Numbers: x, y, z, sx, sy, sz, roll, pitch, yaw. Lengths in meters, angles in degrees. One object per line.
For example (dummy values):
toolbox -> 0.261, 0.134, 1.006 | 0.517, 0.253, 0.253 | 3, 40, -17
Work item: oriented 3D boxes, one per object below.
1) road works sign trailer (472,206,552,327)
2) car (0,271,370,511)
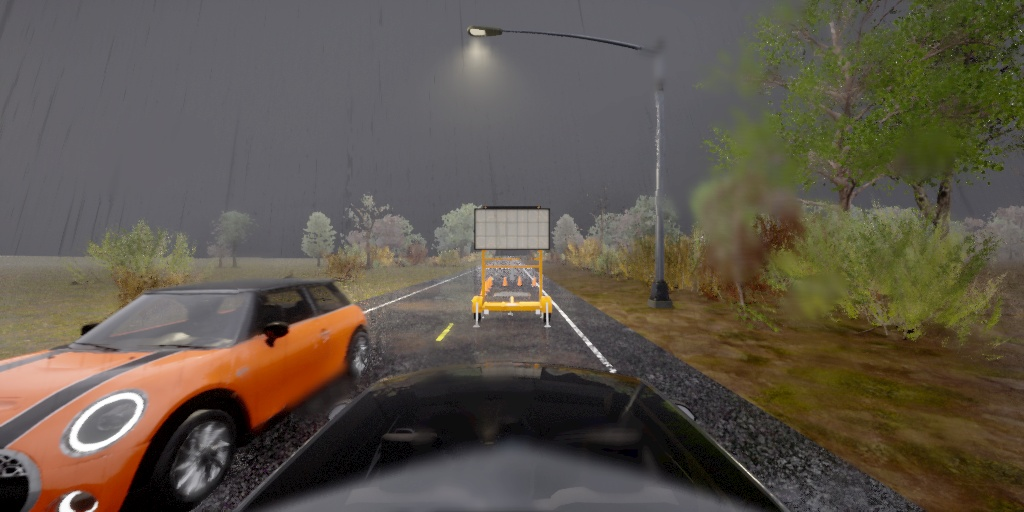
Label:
road works sign trailer -> 0.006, 0.214, 11.511 | 2.380, 3.560, 2.880 | 0, 0, 0
car -> -3.499, 1.102, 4.276 | 2.097, 1.767, 4.553 | 0, 0, 0
